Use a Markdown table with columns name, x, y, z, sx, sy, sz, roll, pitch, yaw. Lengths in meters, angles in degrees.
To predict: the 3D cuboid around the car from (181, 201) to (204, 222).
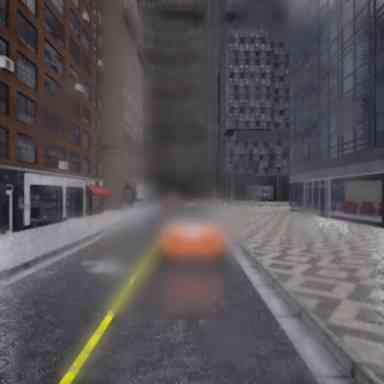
| name | x | y | z | sx | sy | sz | roll | pitch | yaw |
| --- | --- | --- | --- | --- | --- | --- | --- | --- | --- |
| car | 0.061 | 1.586 | 28.797 | 1.882 | 1.535 | 5.008 | 0 | 0 | 1 |

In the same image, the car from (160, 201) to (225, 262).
| name | x | y | z | sx | sy | sz | roll | pitch | yaw |
| --- | --- | --- | --- | --- | --- | --- | --- | --- | --- |
| car | 0.046 | 1.397 | 12.530 | 2.097 | 1.767 | 4.553 | 0 | 0 | 1 |

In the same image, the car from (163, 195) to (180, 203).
| name | x | y | z | sx | sy | sz | roll | pitch | yaw |
| --- | --- | --- | --- | --- | --- | --- | --- | --- | --- |
| car | -3.012 | 1.421 | 49.654 | 2.150 | 2.045 | 5.566 | 0 | 0 | 1 |
